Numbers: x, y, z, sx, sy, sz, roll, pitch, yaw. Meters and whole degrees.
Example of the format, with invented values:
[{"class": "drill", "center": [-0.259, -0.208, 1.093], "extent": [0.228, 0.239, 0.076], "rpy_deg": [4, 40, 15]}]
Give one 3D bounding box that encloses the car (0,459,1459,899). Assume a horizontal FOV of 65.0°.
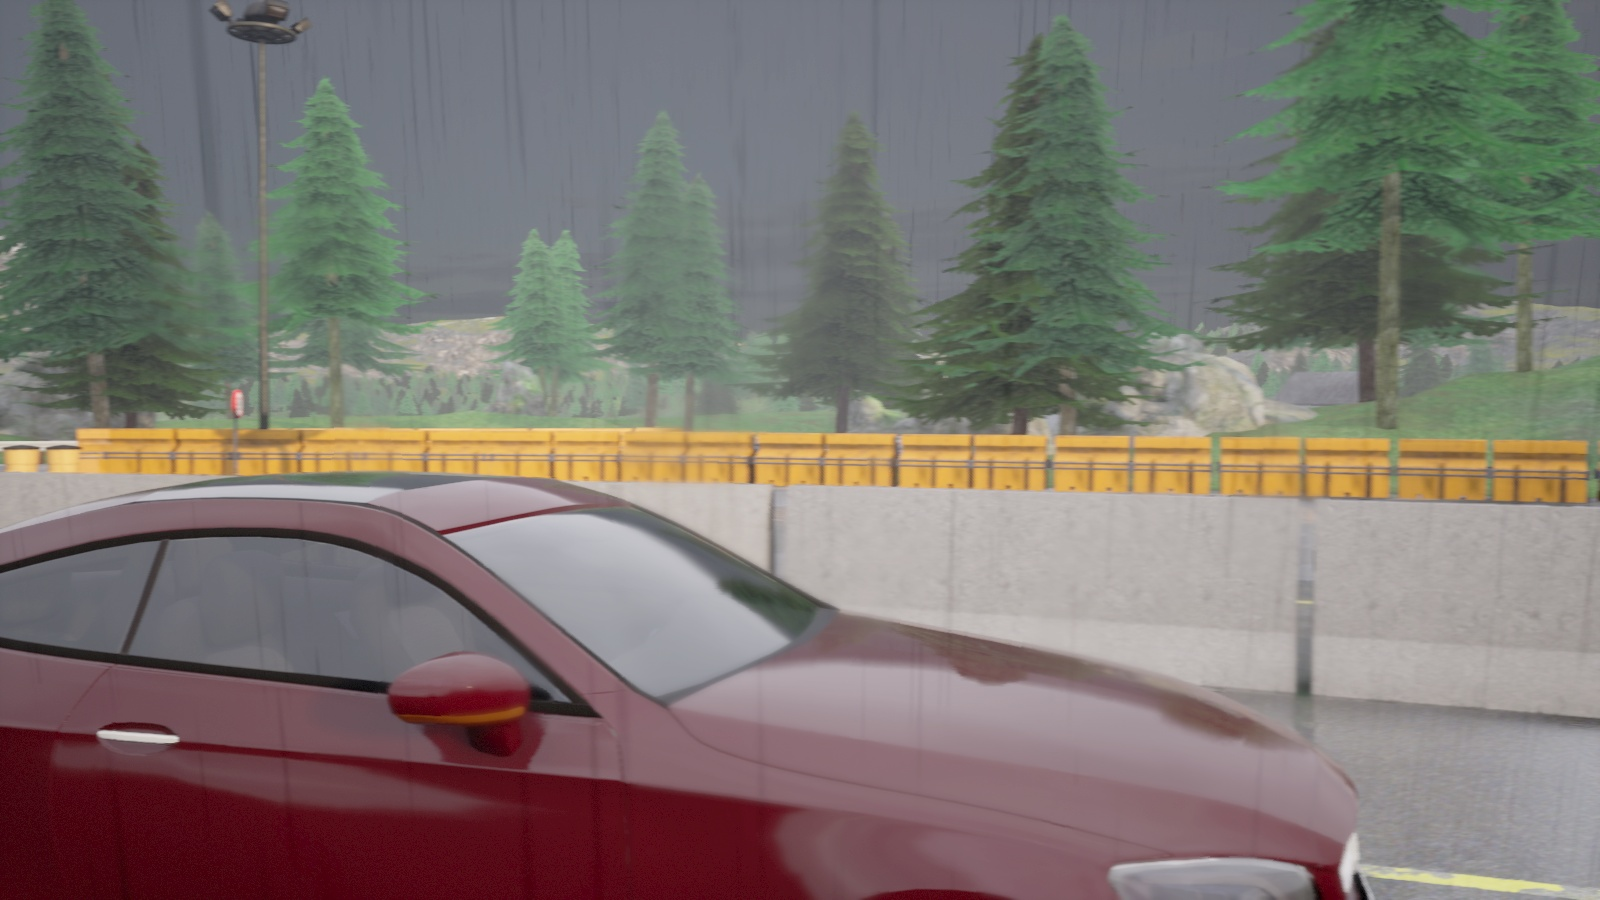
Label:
[{"class": "car", "center": [-0.954, 0.787, 3.515], "extent": [4.674, 1.442, 1.812], "rpy_deg": [0, 1, 16]}]
